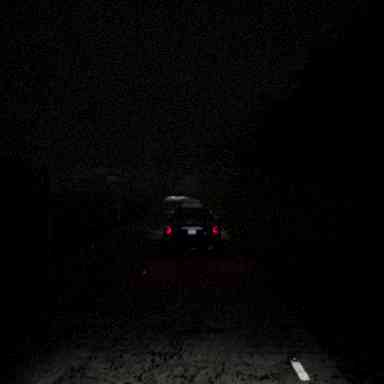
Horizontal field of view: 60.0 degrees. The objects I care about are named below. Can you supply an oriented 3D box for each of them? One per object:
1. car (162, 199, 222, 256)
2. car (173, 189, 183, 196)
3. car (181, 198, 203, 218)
[{"bbox_3d":[0.015,1.359,13.365,2.097,1.767,4.553,0,0,0],"label":"car"},{"bbox_3d":[-2.776,0.146,64.974,1.895,1.301,4.718,0,3,0],"label":"car"},{"bbox_3d":[0.013,1.315,28.809,1.812,1.442,4.674,0,1,0],"label":"car"}]
